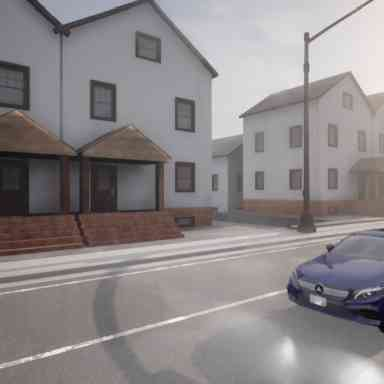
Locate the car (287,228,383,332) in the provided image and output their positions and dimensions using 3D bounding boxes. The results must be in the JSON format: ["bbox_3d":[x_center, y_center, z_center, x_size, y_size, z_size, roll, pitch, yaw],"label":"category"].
[{"bbox_3d":[3.964,1.525,6.831,4.674,1.442,1.812,0,0,-36],"label":"car"}]
